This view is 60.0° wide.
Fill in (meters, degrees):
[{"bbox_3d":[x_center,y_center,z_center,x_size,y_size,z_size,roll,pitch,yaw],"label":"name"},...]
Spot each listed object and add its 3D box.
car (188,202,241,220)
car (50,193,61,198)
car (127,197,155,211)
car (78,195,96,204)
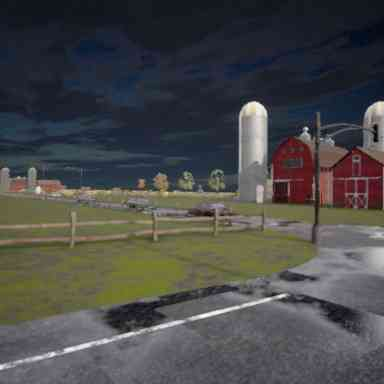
[{"bbox_3d":[1.838,1.622,29.033,2.033,1.411,5.357,1,0,-36],"label":"car"},{"bbox_3d":[-34.894,0.906,84.838,1.895,1.301,4.718,1,0,-36],"label":"car"},{"bbox_3d":[-6.152,1.444,40.123,1.837,1.490,4.892,0,2,-36],"label":"car"},{"bbox_3d":[-17.914,1.243,56.590,2.128,1.511,4.902,1,0,-36],"label":"car"}]
